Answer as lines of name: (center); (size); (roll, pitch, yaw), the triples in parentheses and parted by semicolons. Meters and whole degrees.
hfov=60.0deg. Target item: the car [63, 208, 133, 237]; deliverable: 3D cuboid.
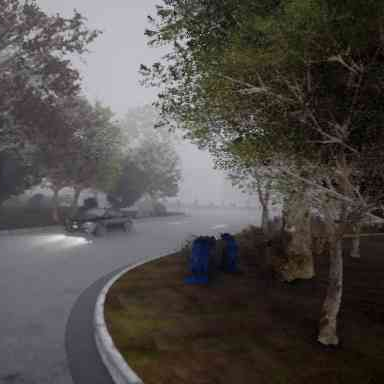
car: (-5.074, 1.599, 18.500); (1.994, 1.385, 4.181); (4, 0, 23)

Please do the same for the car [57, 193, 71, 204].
car: (-18.786, 0.969, 48.519); (1.837, 1.490, 4.892); (3, 0, -23)
